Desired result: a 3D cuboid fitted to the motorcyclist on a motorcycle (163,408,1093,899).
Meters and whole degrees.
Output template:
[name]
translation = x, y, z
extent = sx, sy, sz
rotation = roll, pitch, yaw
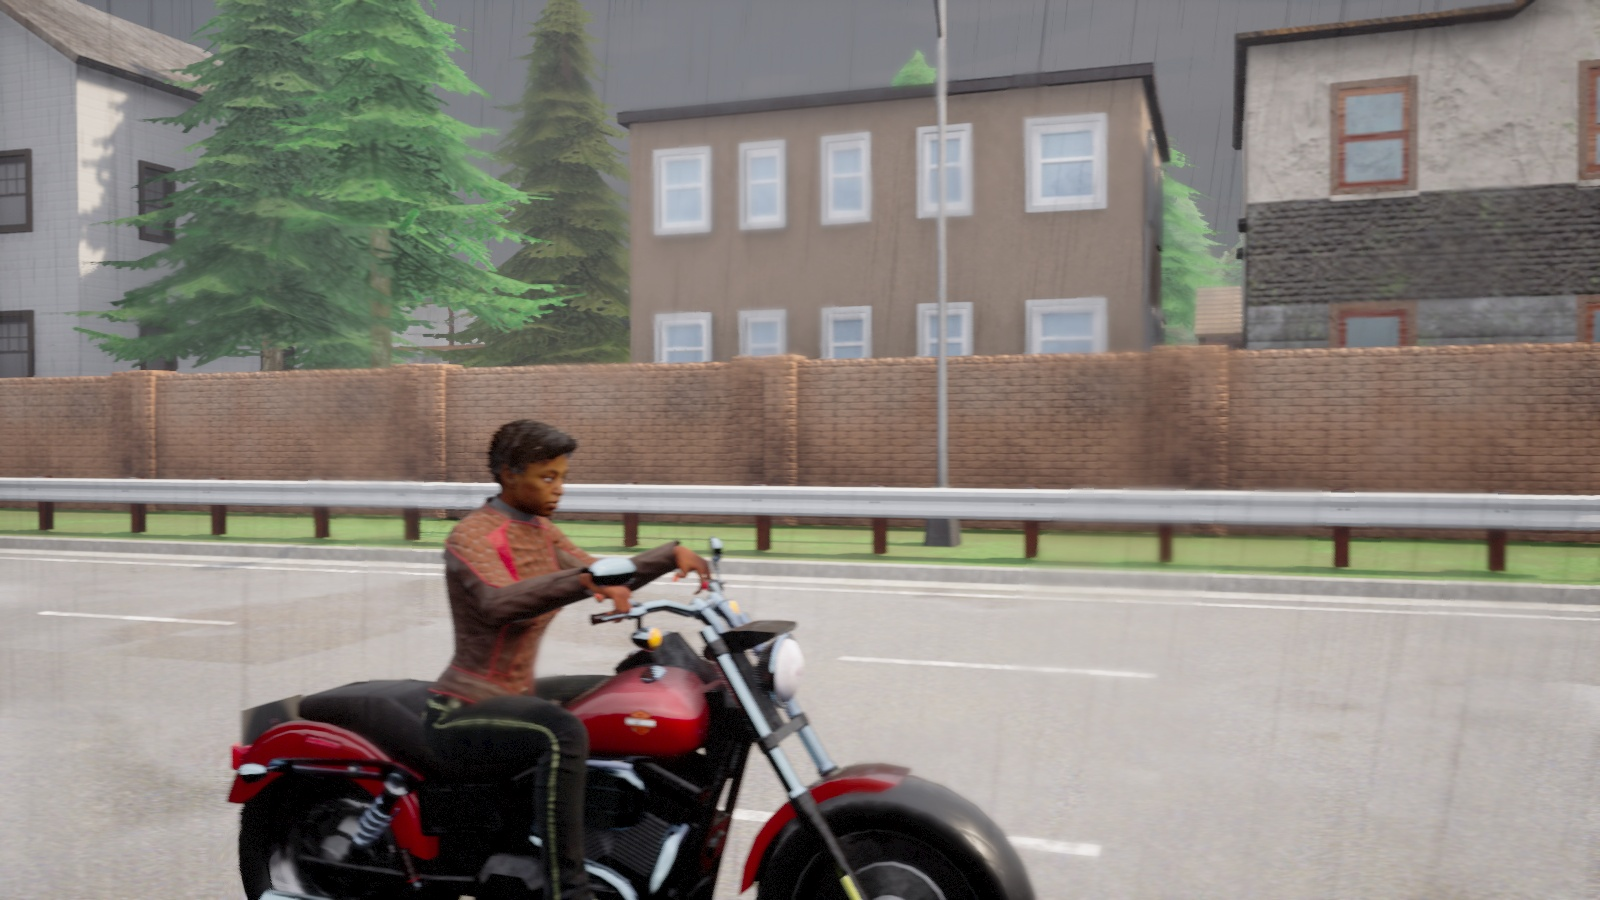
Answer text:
[motorcyclist on a motorcycle]
translation = -0.466, 0.721, 3.349
extent = 2.350, 1.649, 0.766
rotation = 1, 1, 19
